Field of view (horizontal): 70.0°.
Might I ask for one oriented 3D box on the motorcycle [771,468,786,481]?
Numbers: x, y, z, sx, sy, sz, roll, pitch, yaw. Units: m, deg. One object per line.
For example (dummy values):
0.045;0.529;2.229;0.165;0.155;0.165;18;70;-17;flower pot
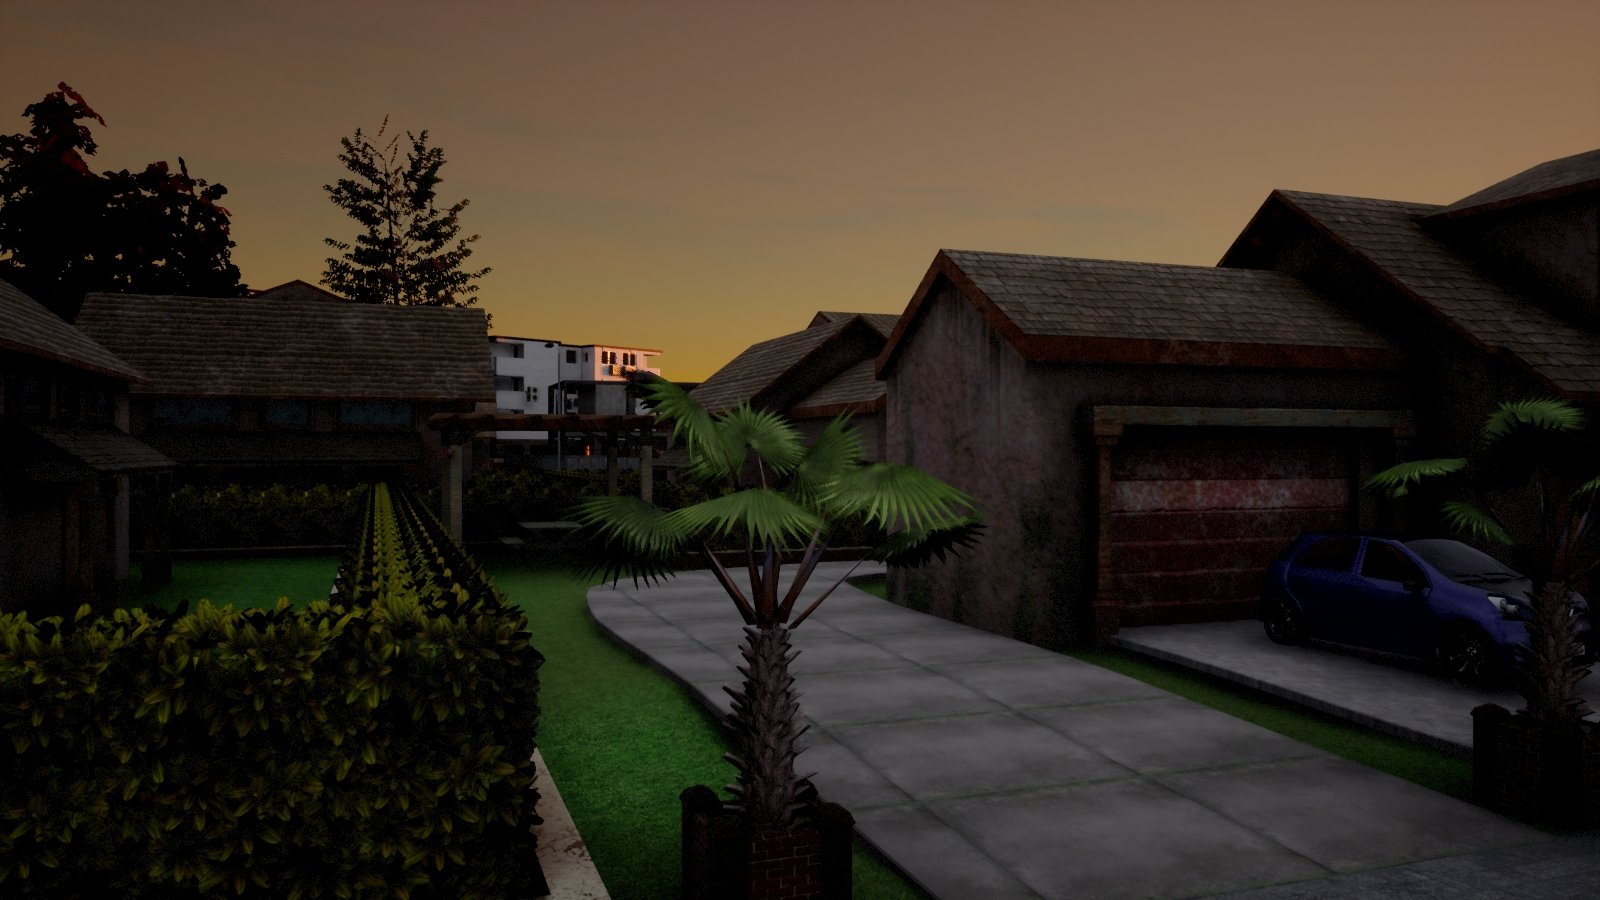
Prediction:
-1.939;2.199;102.837;0.803;1.199;2.033;0;0;-20;motorcycle
